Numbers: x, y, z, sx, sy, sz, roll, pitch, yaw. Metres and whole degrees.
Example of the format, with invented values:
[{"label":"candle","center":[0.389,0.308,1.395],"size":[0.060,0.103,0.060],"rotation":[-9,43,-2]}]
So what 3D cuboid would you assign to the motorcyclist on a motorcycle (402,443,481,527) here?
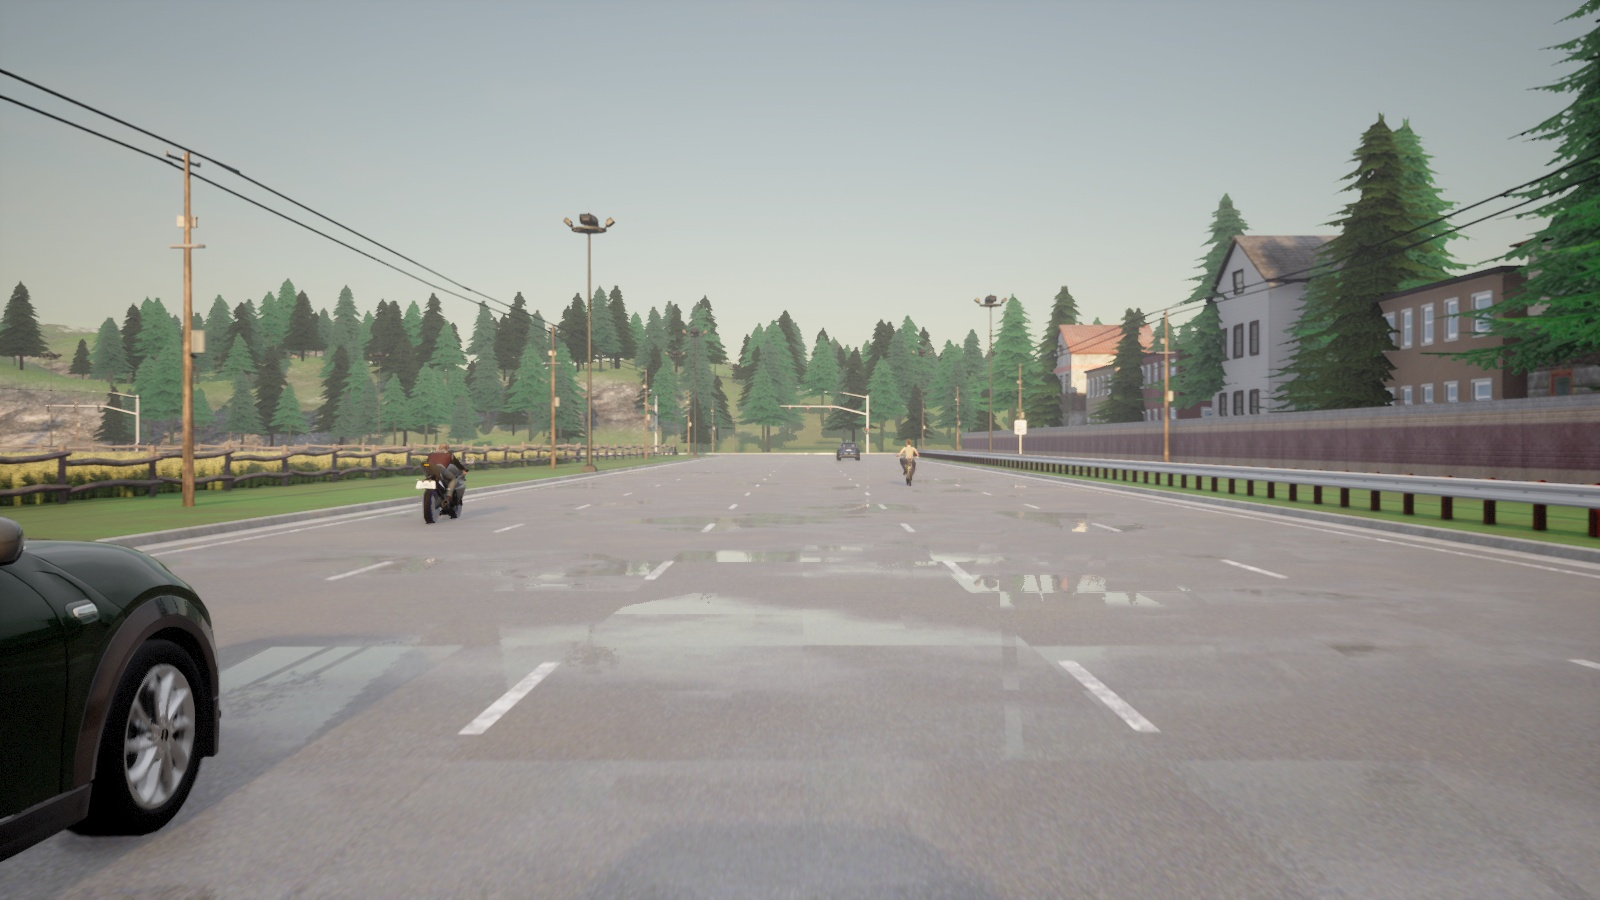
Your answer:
[{"label":"motorcyclist on a motorcycle","center":[-6.848,0.640,24.103],"size":[0.866,1.530,2.191],"rotation":[0,0,0]}]

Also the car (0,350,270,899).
[{"label":"car","center":[-3.465,0.583,3.418],"size":[2.097,1.767,4.553],"rotation":[0,0,0]}]
